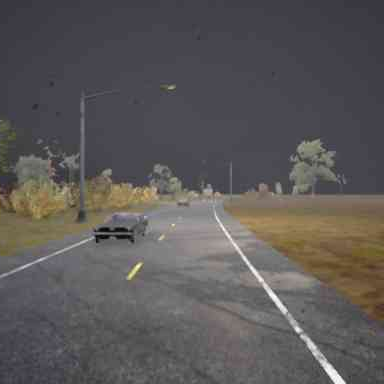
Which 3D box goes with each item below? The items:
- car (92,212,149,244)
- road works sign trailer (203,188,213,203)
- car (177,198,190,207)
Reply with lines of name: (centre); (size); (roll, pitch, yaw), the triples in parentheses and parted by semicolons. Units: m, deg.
car: (-3.408, 1.703, 16.644); (1.895, 1.301, 4.718); (0, 0, 1)
road works sign trailer: (3.881, 0.944, 80.542); (2.380, 3.560, 2.880); (0, 0, 6)
car: (-1.490, 1.828, 58.309); (1.882, 1.535, 5.008); (0, 0, 4)
